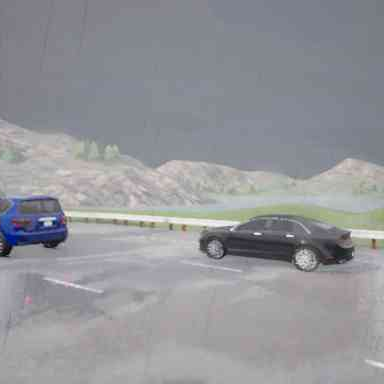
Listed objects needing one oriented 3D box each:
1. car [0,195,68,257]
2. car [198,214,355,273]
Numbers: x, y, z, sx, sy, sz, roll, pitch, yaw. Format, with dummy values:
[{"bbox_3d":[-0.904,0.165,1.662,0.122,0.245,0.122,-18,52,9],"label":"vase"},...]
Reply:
[{"bbox_3d":[-7.157,1.134,12.673,5.566,2.045,2.150,1,0,32],"label":"car"},{"bbox_3d":[2.480,1.461,10.635,4.892,1.490,1.837,0,0,34],"label":"car"}]
